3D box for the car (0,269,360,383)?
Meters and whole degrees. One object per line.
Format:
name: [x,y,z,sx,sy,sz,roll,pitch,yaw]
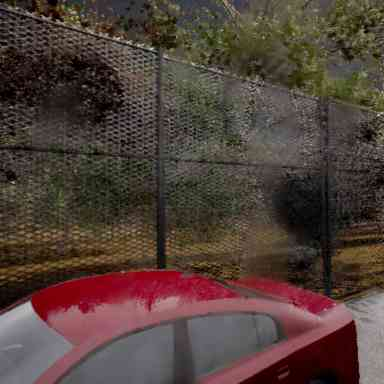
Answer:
car: [-0.712,1.478,2.561,5.008,1.535,1.882,0,0,-35]
